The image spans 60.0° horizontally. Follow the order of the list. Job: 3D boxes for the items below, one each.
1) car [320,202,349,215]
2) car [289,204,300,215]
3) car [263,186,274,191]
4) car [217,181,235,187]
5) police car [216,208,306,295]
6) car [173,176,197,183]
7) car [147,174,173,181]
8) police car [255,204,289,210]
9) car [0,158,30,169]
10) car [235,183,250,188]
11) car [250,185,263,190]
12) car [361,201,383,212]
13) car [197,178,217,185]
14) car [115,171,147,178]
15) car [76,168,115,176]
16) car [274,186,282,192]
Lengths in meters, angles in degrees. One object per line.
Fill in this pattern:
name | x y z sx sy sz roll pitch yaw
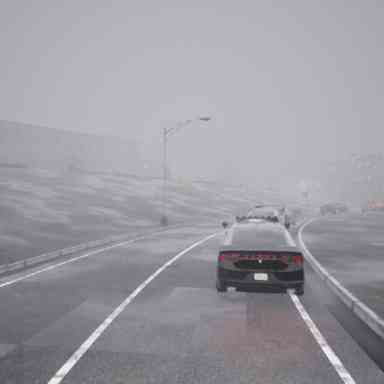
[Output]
car | 17.853 2.040 41.565 4.892 1.490 1.837 1 -4 -41
car | 6.136 1.687 23.490 1.837 1.490 4.892 -2 -1 24
car | 17.048 -0.659 79.817 2.185 1.767 4.553 -4 -6 41
car | 5.954 -1.396 67.524 2.163 1.488 4.792 -4 -6 44
police car | 1.749 1.456 9.009 1.930 1.638 5.238 -1 0 9
car | -2.008 -1.986 59.595 5.008 1.535 2.097 4 -6 -43
car | -6.062 -2.212 55.814 4.674 1.452 2.002 4 -5 -42
police car | 4.062 1.540 18.270 1.930 1.638 5.238 -1 -1 19
car | -22.679 -3.292 41.422 4.553 1.767 2.185 3 -5 -41
car | 9.738 -1.103 71.532 2.002 1.452 4.674 -4 -6 43
car | 13.369 -0.856 75.550 2.231 1.521 4.892 -4 -6 42
car | 27.246 2.105 49.726 4.553 1.767 2.097 2 -4 -39
car | 1.947 -1.839 63.451 4.553 1.767 2.185 4 -6 -44
car | -10.197 -2.506 52.125 4.892 1.521 2.231 3 -5 -41
car | -14.378 -2.736 48.530 4.892 1.521 2.231 3 -5 -41
car | 20.634 -0.437 84.128 2.435 2.045 5.566 -3 -6 40
